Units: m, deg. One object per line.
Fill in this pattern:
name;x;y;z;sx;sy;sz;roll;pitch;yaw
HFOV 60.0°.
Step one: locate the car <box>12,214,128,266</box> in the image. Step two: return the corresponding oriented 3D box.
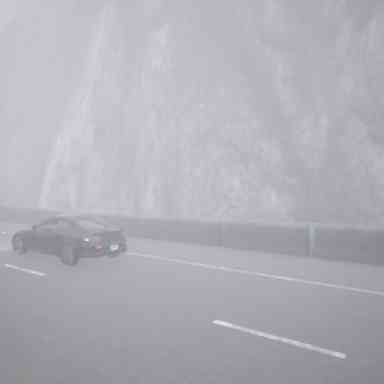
car;-4.191;1.463;11.263;4.674;1.442;1.812;1;0;36
